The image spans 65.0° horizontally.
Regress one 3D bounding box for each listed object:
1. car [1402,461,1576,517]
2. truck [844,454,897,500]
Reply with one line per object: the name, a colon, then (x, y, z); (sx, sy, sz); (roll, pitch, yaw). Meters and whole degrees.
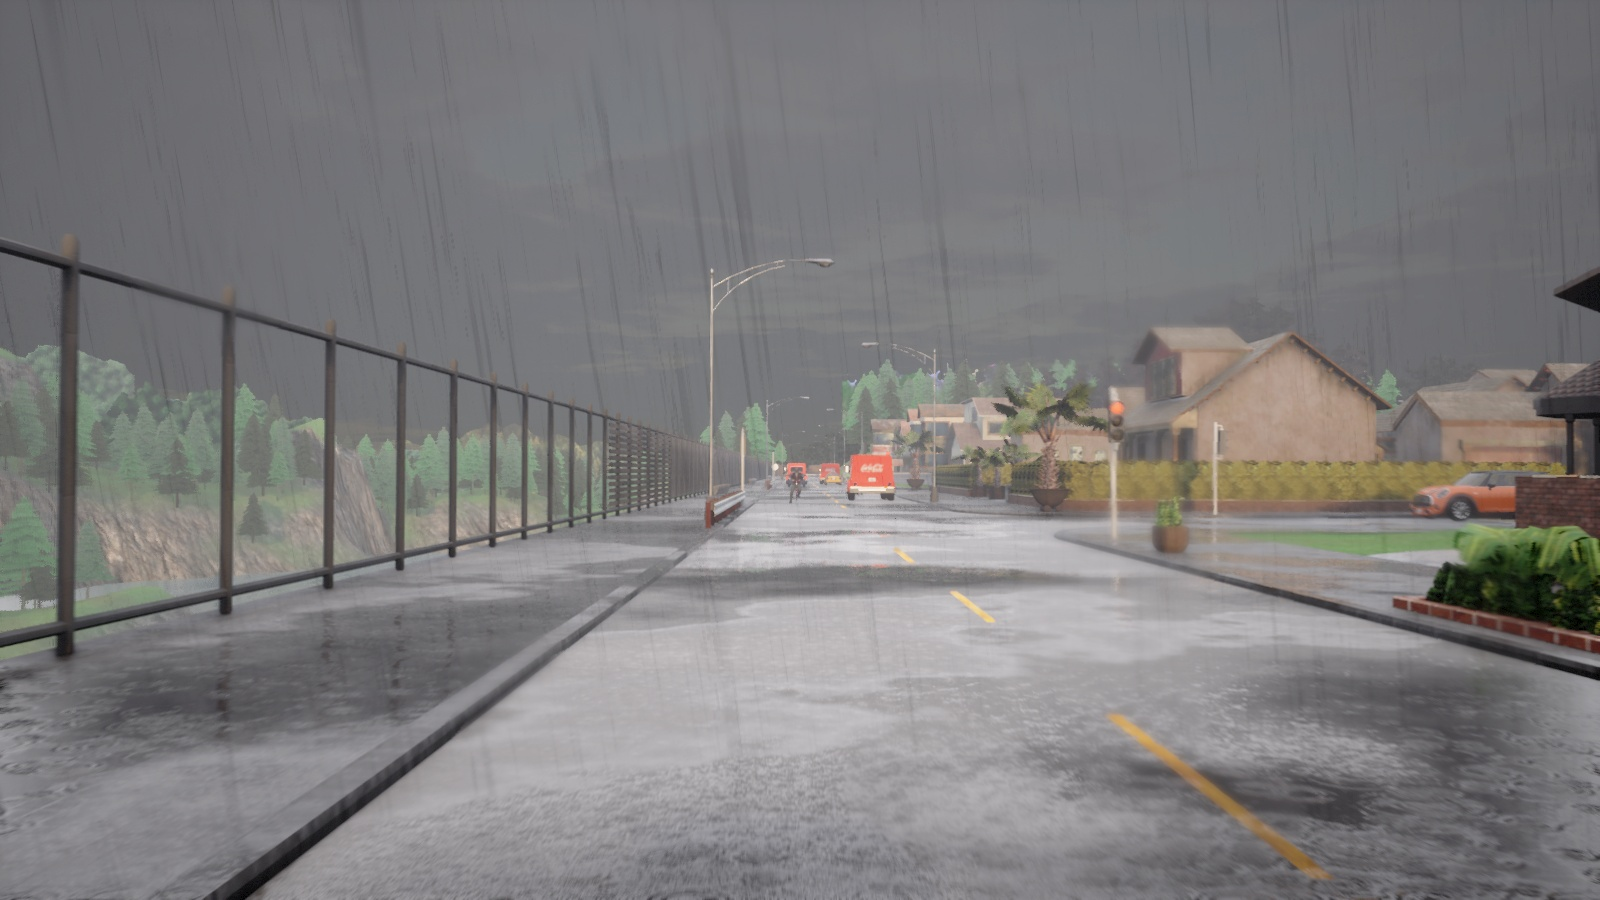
car: (22.619, 1.275, 41.375); (4.553, 1.767, 2.097); (0, -1, 0)
truck: (3.821, 1.469, 69.131); (2.627, 2.467, 5.204); (0, -1, 0)
